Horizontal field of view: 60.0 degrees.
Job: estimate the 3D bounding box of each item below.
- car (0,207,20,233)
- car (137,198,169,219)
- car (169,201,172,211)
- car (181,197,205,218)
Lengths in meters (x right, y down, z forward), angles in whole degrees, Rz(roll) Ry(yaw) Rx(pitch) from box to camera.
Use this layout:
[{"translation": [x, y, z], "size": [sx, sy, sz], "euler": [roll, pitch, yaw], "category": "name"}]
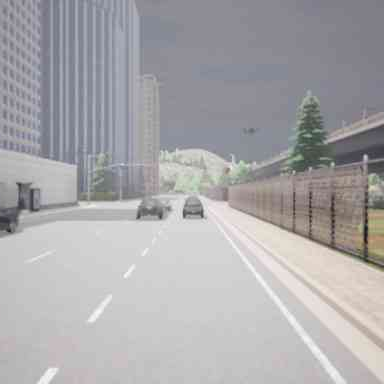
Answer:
[{"translation": [-10.498, 1.468, 16.534], "size": [2.128, 1.511, 4.902], "euler": [0, 0, 0], "category": "car"}, {"translation": [-3.417, 1.311, 28.714], "size": [2.097, 1.767, 4.553], "euler": [0, 0, 0], "category": "car"}, {"translation": [-3.430, 1.544, 40.000], "size": [1.895, 1.301, 4.718], "euler": [0, 0, 1], "category": "car"}, {"translation": [0.105, 1.451, 29.492], "size": [2.128, 1.511, 4.902], "euler": [0, 0, 0], "category": "car"}]
